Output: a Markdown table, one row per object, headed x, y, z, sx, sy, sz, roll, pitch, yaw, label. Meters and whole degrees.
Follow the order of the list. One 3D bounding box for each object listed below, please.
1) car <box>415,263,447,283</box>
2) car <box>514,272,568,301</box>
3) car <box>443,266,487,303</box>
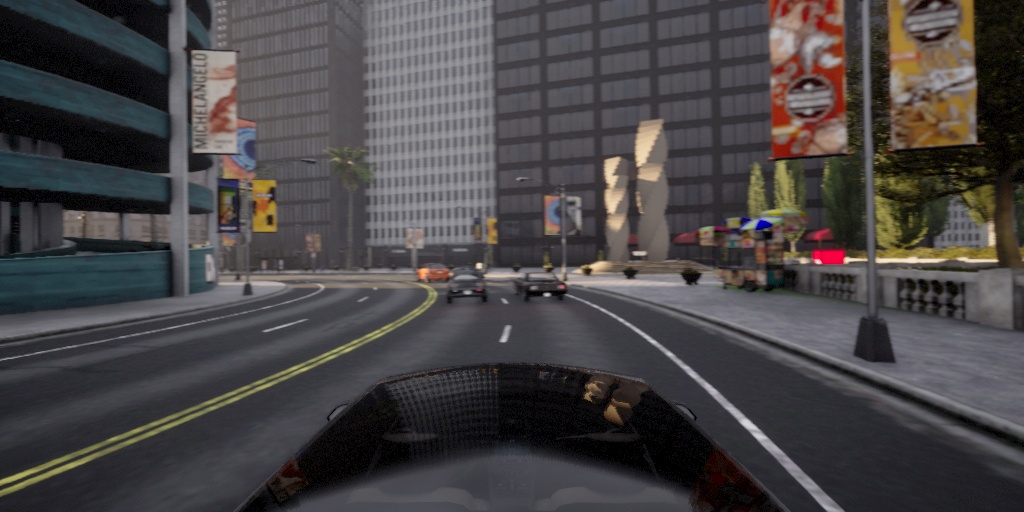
| x | y | z | sx | sy | sz | roll | pitch | yaw | label |
| --- | --- | --- | --- | --- | --- | --- | --- | --- | --- |
| -7.189 | 1.418 | 32.287 | 2.097 | 1.767 | 4.553 | -1 | -1 | -30 | car |
| 1.248 | 1.438 | 18.012 | 1.895 | 1.301 | 4.718 | -1 | 0 | -8 | car |
| -2.280 | 1.419 | 17.838 | 1.812 | 1.442 | 4.674 | -1 | 0 | -9 | car |
